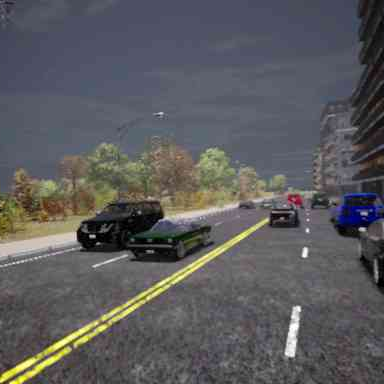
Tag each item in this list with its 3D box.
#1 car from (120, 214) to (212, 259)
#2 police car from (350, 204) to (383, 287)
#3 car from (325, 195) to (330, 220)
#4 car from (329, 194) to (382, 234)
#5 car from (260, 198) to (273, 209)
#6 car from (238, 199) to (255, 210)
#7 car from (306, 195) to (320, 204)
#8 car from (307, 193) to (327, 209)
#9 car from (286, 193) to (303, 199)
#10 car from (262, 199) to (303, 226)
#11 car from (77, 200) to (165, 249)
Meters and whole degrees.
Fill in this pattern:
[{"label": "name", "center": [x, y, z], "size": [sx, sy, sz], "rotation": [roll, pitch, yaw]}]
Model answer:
[{"label": "car", "center": [-0.704, 1.747, 13.520], "size": [1.895, 1.301, 4.718], "rotation": [-2, -1, 20]}, {"label": "police car", "center": [5.662, 1.333, 8.860], "size": [1.930, 1.638, 5.238], "rotation": [-2, -1, 20]}, {"label": "car", "center": [11.030, 1.235, 23.875], "size": [2.097, 1.767, 4.553], "rotation": [-2, -1, 19]}, {"label": "car", "center": [9.040, 1.116, 18.244], "size": [2.150, 2.045, 5.566], "rotation": [-2, -1, 20]}, {"label": "car", "center": [10.578, 1.606, 46.091], "size": [2.128, 1.511, 4.902], "rotation": [-2, -1, 18]}, {"label": "car", "center": [8.033, 1.764, 48.653], "size": [2.033, 1.411, 5.357], "rotation": [-2, -1, 19]}, {"label": "car", "center": [23.146, 1.377, 63.806], "size": [2.128, 1.511, 4.902], "rotation": [-2, -1, 17]}, {"label": "car", "center": [16.711, 1.125, 43.609], "size": [2.150, 2.045, 5.566], "rotation": [-2, 0, 18]}, {"label": "car", "center": [14.624, 1.224, 47.425], "size": [2.150, 2.045, 5.566], "rotation": [-2, -1, 18]}, {"label": "car", "center": [6.625, 1.508, 23.791], "size": [2.128, 1.511, 4.902], "rotation": [-2, -1, 19]}, {"label": "car", "center": [-3.168, 1.468, 16.284], "size": [2.150, 2.045, 5.566], "rotation": [-2, -1, 20]}]
